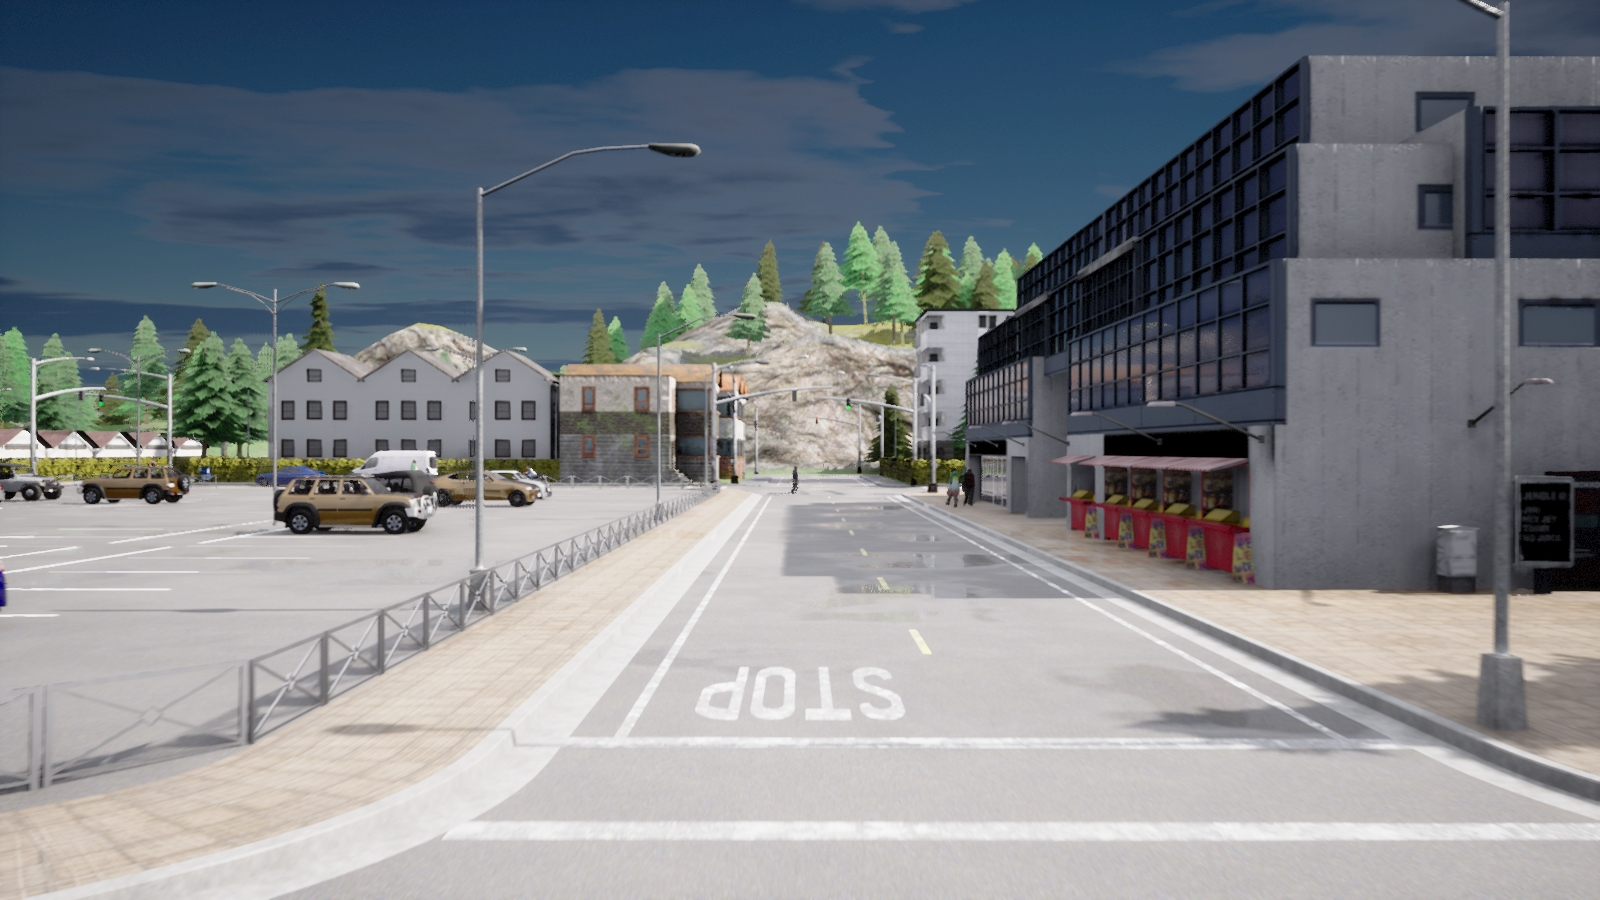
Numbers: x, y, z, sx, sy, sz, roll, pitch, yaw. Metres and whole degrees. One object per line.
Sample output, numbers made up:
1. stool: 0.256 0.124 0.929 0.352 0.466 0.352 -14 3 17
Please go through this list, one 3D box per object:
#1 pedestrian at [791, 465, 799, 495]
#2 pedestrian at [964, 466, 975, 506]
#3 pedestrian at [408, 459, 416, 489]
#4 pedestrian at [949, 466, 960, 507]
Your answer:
1. pedestrian: -0.322 1.835 70.542 0.375 1.860 0.375 0 0 15
2. pedestrian: 7.941 1.696 53.612 0.375 1.860 0.375 0 0 -17
3. pedestrian: -24.150 1.504 71.153 0.375 1.860 0.375 0 0 -6
4. pedestrian: 7.110 1.694 52.686 0.375 1.860 0.375 0 0 -19
